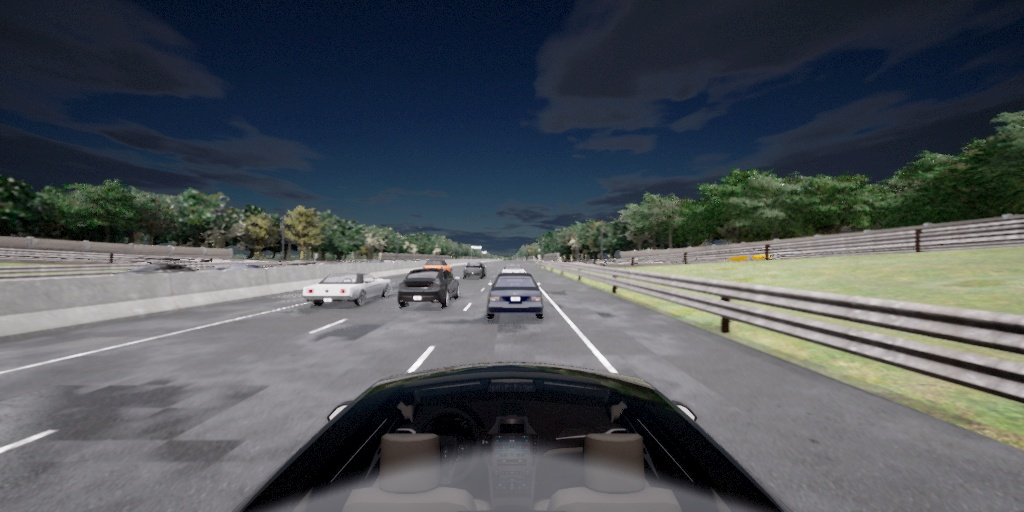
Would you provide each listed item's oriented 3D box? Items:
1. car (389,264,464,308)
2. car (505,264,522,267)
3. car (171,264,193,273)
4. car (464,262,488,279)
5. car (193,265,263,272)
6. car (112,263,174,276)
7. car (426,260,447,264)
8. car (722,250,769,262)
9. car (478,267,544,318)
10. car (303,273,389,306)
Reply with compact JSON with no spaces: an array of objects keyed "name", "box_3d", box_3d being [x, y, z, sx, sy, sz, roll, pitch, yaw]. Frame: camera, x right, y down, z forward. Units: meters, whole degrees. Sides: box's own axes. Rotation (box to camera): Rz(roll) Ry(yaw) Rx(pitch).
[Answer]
[{"name":"car","box_3d":[-3.402,1.269,15.322,1.837,1.490,4.892,0,0,0]},{"name":"car","box_3d":[0.092,1.396,31.958,1.895,1.301,4.718,0,0,0]},{"name":"car","box_3d":[-21.099,1.383,25.740,1.895,1.301,4.718,0,0,0]},{"name":"car","box_3d":[-3.402,1.291,33.529,2.128,1.511,4.902,0,0,0]},{"name":"car","box_3d":[-17.599,1.303,23.270,1.812,1.442,4.674,0,0,0]},{"name":"car","box_3d":[-24.599,1.285,24.810,1.837,1.490,4.892,0,0,0]},{"name":"car","box_3d":[-6.902,1.151,33.287,2.097,1.767,4.553,0,0,0]},{"name":"car","box_3d":[26.433,0.050,40.858,1.882,1.535,5.008,0,-4,-15]},{"name":"car","box_3d":[0.099,1.308,13.011,2.033,1.411,5.357,0,0,0]},{"name":"car","box_3d":[-6.901,1.366,15.672,1.895,1.301,4.718,0,0,0]}]
